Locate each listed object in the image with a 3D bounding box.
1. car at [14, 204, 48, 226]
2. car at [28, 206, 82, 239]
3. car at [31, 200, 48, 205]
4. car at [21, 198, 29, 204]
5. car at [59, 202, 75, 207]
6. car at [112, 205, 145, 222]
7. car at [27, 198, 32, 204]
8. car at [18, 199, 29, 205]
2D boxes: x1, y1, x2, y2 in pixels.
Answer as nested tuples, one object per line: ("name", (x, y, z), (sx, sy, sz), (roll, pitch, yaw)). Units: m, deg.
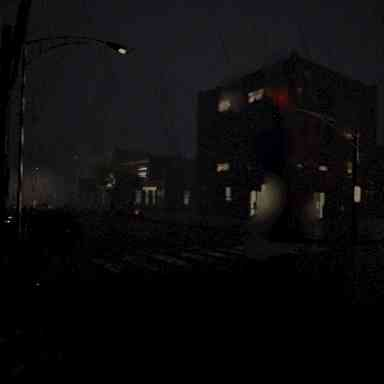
("car", (-12.480, 1.784, 25.424), (1.802, 1.307, 4.206), (2, -1, -35))
("car", (-7.326, 1.669, 18.045), (1.887, 1.381, 4.507), (2, -1, -35))
("car", (-29.101, 2.279, 64.099), (1.967, 1.590, 4.097), (2, -1, -35))
("car", (-38.600, 2.307, 77.712), (2.192, 1.841, 5.009), (2, -1, -35))
("car", (-18.700, 2.202, 49.318), (1.752, 1.417, 4.829), (2, -1, -35))
("car", (-6.026, 1.923, 31.271), (1.967, 1.590, 4.097), (2, -1, -35))
("car", (-32.270, 2.472, 68.634), (1.802, 1.307, 4.206), (2, -1, -35))
("car", (-41.868, 2.570, 82.384), (1.752, 1.417, 4.829), (2, -1, -35))
